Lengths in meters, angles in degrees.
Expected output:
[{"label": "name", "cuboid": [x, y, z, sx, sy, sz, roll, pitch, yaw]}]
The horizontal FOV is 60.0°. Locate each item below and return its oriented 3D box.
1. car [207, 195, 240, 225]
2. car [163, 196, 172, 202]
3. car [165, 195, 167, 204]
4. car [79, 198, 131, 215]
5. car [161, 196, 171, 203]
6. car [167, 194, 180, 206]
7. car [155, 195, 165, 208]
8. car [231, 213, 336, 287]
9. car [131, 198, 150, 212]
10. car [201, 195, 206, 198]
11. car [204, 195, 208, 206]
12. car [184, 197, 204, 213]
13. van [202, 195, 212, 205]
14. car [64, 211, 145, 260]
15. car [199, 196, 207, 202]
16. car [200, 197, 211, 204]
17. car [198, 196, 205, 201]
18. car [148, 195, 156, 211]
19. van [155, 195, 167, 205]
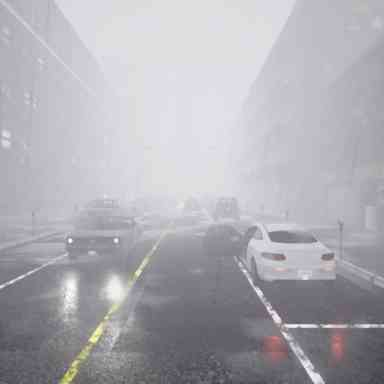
[{"label": "car", "cuboid": [2.695, 1.333, 27.274, 2.192, 1.841, 5.009, 0, 0, 0]}, {"label": "car", "cuboid": [-5.690, 1.710, 78.486, 1.802, 1.307, 4.206, 0, 0, 0]}, {"label": "car", "cuboid": [-5.688, 1.589, 55.557, 1.752, 1.417, 4.829, 0, 0, 0]}, {"label": "car", "cuboid": [-5.684, 1.326, 21.585, 2.192, 1.841, 5.009, 0, 0, 0]}, {"label": "car", "cuboid": [-5.689, 1.635, 72.625, 1.752, 1.417, 4.829, 0, 0, 0]}, {"label": "car", "cuboid": [-3.085, 1.573, 56.965, 1.837, 1.490, 4.892, 0, 0, 0]}, {"label": "car", "cuboid": [-5.686, 1.367, 50.035, 2.192, 1.841, 5.009, 0, 0, 0]}, {"label": "car", "cuboid": [2.352, 1.527, 9.224, 1.812, 1.442, 4.674, 0, 0, 0]}, {"label": "car", "cuboid": [-5.686, 1.576, 32.965, 2.008, 1.369, 4.403, 0, 0, 0]}, {"label": "car", "cuboid": [2.692, 1.646, 55.724, 1.802, 1.307, 4.206, 0, 0, 0]}, {"label": "car", "cuboid": [2.694, 1.473, 38.654, 1.967, 1.590, 4.097, 0, 0, 0]}, {"label": "car", "cuboid": [0.070, 1.595, 37.412, 1.994, 1.385, 4.181, 0, 0, 1]}, {"label": "van", "cuboid": [2.693, 1.419, 61.413, 1.690, 1.788, 3.998, 0, 0, 0]}, {"label": "car", "cuboid": [-3.101, 1.604, 12.583, 1.895, 1.301, 4.718, 0, 0, 0]}, {"label": "car", "cuboid": [2.690, 1.729, 84.174, 1.802, 1.307, 4.206, 0, 0, 0]}, {"label": "car", "cuboid": [2.691, 1.638, 67.103, 1.887, 1.381, 4.507, 0, 0, 0]}, {"label": "car", "cuboid": [2.689, 1.769, 95.554, 1.802, 1.307, 4.206, 0, 0, 0]}, {"label": "car", "cuboid": [-5.686, 1.473, 38.656, 1.967, 1.590, 4.097, 0, 0, 0]}, {"label": "van", "cuboid": [-5.687, 1.419, 61.414, 1.690, 1.788, 3.998, 0, 0, 0]}]
